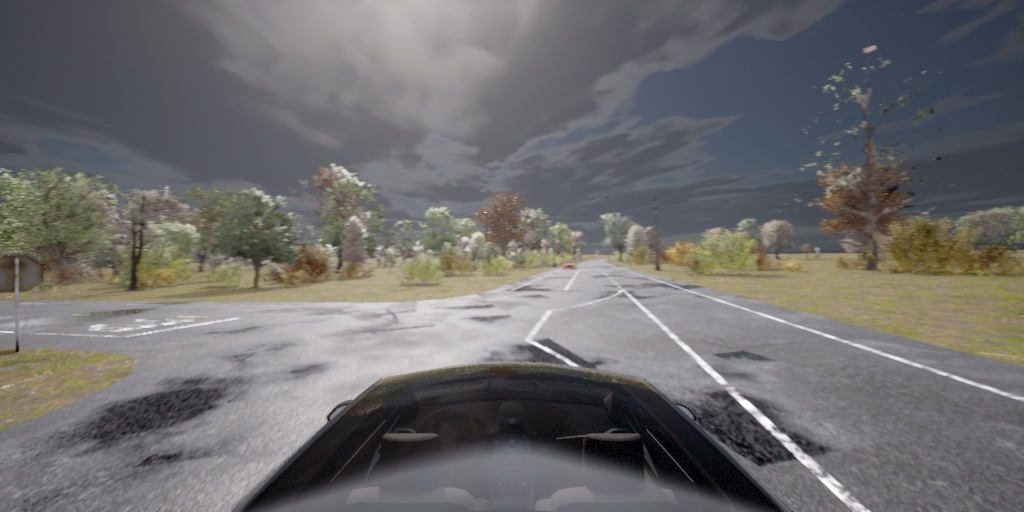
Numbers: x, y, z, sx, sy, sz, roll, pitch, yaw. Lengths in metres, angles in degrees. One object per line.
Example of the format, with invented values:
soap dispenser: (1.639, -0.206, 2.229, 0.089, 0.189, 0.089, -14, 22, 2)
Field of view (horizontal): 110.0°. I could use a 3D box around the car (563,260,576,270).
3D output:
car: (10.372, 1.561, 64.571, 2.097, 1.767, 4.553, -2, -1, 12)
